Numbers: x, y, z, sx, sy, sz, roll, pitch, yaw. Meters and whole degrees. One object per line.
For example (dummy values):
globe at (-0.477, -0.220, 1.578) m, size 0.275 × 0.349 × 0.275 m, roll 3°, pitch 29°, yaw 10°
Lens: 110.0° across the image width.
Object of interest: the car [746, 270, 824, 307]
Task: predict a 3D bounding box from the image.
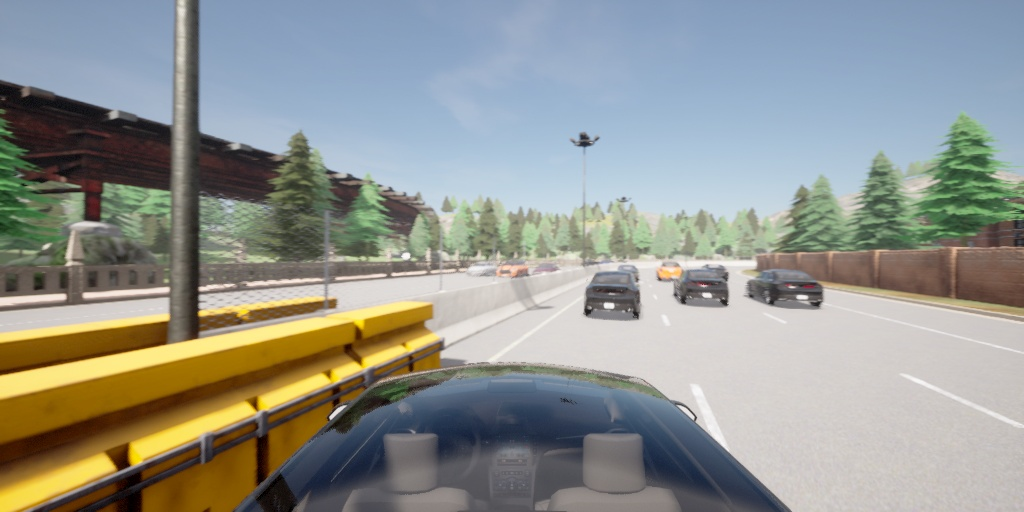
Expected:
car at (12.342, 1.381, 16.508) m, size 1.837 × 1.490 × 4.892 m, roll 0°, pitch 0°, yaw 19°

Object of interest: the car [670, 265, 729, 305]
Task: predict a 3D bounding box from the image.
car at (8.764, 1.357, 16.887) m, size 1.837 × 1.490 × 4.892 m, roll 0°, pitch 0°, yaw 19°

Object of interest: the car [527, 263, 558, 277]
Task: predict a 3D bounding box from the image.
car at (3.206, 1.385, 33.283) m, size 1.812 × 1.442 × 4.674 m, roll 0°, pitch 0°, yaw 20°

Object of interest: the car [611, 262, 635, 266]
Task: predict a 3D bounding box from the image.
car at (9.570, 1.440, 29.767) m, size 2.033 × 1.411 × 5.357 m, roll 0°, pitch 0°, yaw 20°

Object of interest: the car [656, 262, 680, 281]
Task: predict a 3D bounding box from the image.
car at (14.158, 1.284, 32.247) m, size 2.097 × 1.767 × 4.553 m, roll 0°, pitch 0°, yaw 19°

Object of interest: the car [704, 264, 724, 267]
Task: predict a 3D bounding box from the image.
car at (17.618, 1.441, 31.537) m, size 2.128 × 1.511 × 4.902 m, roll 0°, pitch 0°, yaw 19°

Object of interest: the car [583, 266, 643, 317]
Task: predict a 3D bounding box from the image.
car at (3.888, 1.316, 13.612) m, size 1.837 × 1.490 × 4.892 m, roll 0°, pitch 0°, yaw 20°

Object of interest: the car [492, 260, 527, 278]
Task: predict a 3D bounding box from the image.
car at (0.096, 1.195, 34.959) m, size 2.097 × 1.767 × 4.553 m, roll 0°, pitch 0°, yaw 20°

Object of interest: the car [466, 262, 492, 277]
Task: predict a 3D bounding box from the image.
car at (-3.025, 1.352, 36.654) m, size 1.812 × 1.442 × 4.674 m, roll 0°, pitch 0°, yaw 20°
